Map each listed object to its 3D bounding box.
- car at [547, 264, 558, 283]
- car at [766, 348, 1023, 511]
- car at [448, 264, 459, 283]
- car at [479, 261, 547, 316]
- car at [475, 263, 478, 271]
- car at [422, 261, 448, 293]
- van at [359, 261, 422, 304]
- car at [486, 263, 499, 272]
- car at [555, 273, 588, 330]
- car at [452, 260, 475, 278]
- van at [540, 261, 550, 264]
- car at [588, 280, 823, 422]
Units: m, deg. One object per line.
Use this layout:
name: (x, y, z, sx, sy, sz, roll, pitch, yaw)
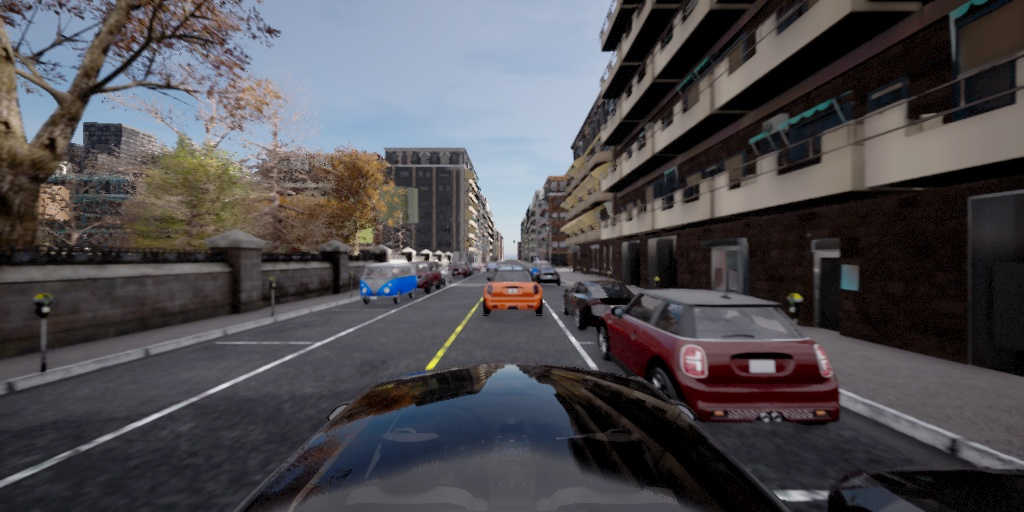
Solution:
car: (2.696, 1.546, 27.921, 1.948, 1.339, 4.313, 0, 0, 0)
car: (2.690, 1.303, 0.247, 1.948, 1.339, 4.313, 0, 0, 0)
car: (-5.684, 1.531, 27.922, 2.007, 1.370, 4.403, 0, 0, 0)
car: (0.048, 1.210, 14.147, 2.097, 1.767, 4.553, 0, -1, 1)
car: (-5.680, 1.695, 44.528, 1.948, 1.339, 4.313, 0, 0, 0)
car: (-5.686, 1.246, 22.387, 2.192, 1.841, 5.009, 0, 0, 0)
van: (-5.687, 1.223, 16.851, 1.690, 1.789, 3.998, 0, 0, 0)
car: (-3.038, 1.759, 56.132, 1.812, 1.442, 4.674, 0, -1, 1)
car: (2.692, 1.400, 11.316, 1.948, 1.339, 4.313, 0, 0, 0)
car: (-5.682, 1.394, 38.992, 2.192, 1.841, 5.009, 0, 0, 0)
van: (2.697, 1.370, 33.456, 1.690, 1.789, 3.998, 0, 0, 0)
car: (2.691, 1.225, 5.781, 1.967, 1.591, 4.097, 0, 0, 0)
